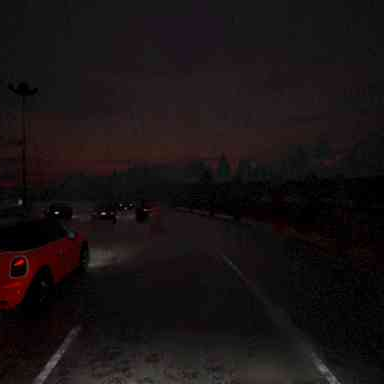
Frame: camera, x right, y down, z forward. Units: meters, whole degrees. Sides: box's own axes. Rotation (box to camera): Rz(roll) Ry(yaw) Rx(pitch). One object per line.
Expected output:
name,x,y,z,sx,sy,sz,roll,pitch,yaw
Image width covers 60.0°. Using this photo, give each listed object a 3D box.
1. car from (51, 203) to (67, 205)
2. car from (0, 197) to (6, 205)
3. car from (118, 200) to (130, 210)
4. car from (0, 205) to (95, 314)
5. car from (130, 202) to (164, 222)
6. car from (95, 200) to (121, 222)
car,-11.276,1.625,28.268,1.994,1.385,4.181,0,0,-16
car,-38.492,1.750,66.575,1.837,1.490,4.892,0,0,-30
car,-8.825,1.651,41.923,1.895,1.301,4.718,0,0,-23
car,-3.905,1.367,7.749,2.097,1.767,4.553,0,0,-4
car,-3.427,1.515,26.173,2.128,1.511,4.902,0,0,-14
car,-6.938,1.586,26.032,2.033,1.411,5.357,0,0,-15
